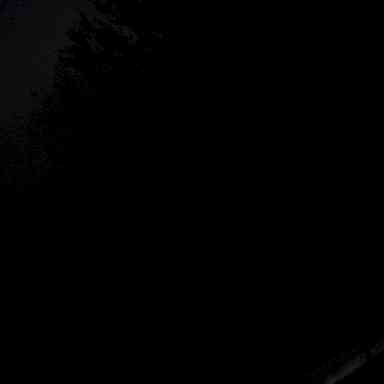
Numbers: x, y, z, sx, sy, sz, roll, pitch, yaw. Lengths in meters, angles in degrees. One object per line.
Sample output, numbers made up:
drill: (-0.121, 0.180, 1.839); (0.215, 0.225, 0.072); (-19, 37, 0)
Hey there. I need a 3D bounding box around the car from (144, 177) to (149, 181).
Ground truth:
car: (-11.454, -3.019, 92.380); (2.231, 1.521, 4.892); (4, 2, 28)
